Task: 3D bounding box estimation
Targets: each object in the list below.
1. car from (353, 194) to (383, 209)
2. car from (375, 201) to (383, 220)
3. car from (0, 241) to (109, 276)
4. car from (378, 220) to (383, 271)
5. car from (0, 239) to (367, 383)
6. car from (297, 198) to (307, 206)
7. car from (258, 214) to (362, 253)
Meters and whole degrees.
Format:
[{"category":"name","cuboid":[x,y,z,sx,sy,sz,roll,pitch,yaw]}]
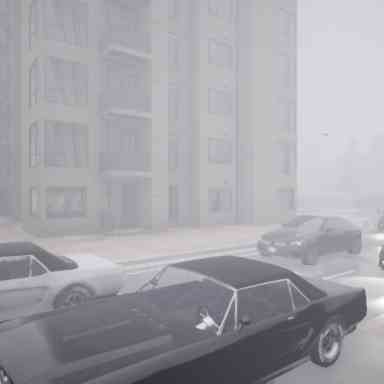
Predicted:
[{"category":"car","cuboid":[22.716,1.203,41.459,2.150,2.045,5.566,0,0,-13]},{"category":"car","cuboid":[12.212,1.496,19.753,1.837,1.490,4.892,0,0,32]},{"category":"car","cuboid":[-3.650,1.601,5.670,4.718,1.301,1.895,0,0,-37]},{"category":"car","cuboid":[7.077,1.559,9.549,4.181,1.385,1.994,0,0,-40]},{"category":"car","cuboid":[0.162,1.600,4.154,4.718,1.301,1.895,0,0,-37]},{"category":"car","cuboid":[16.394,1.582,54.732,1.895,1.301,4.718,0,0,-33]},{"category":"car","cuboid":[4.297,1.521,11.740,4.674,1.442,1.812,0,0,-39]}]
